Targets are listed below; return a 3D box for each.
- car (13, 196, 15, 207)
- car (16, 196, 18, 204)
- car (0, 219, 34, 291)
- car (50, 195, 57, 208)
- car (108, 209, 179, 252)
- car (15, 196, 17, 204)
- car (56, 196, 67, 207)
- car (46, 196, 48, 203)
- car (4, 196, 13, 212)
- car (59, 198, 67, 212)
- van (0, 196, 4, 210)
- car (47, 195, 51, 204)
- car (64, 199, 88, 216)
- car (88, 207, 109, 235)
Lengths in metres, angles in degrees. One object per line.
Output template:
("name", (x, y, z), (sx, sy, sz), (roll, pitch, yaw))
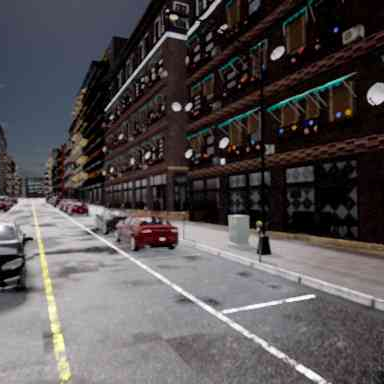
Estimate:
("car", (-26.024, 1.514, 45.683), (2.192, 1.841, 5.009), (2, -1, -26))
("car", (-38.065, 1.682, 70.576), (2.192, 1.841, 5.009), (2, -1, -26))
("car", (-5.323, 1.520, 8.705), (2.128, 1.511, 4.902), (0, 0, -26))
("car", (-21.343, 1.571, 54.025), (2.192, 1.841, 5.009), (2, -1, -26))
("car", (-2.051, 1.604, 14.204), (1.887, 1.381, 4.507), (2, -1, -26))
("car", (-30.847, 1.826, 55.638), (1.947, 1.339, 4.313), (2, -1, -26))
("car", (-16.492, 1.639, 44.083), (1.967, 1.590, 4.097), (2, -1, -26))
("car", (-30.983, 1.977, 73.938), (1.802, 1.307, 4.206), (2, -1, -26))
("car", (-23.616, 1.486, 40.705), (2.192, 1.841, 5.009), (2, -1, -26))
("car", (-14.092, 1.715, 39.099), (1.887, 1.381, 4.507), (2, -1, -26))
("van", (-18.801, 1.458, 30.748), (1.690, 1.788, 3.998), (2, -1, -26))
("car", (-26.164, 1.762, 63.982), (1.967, 1.590, 4.097), (2, -1, -26))
("car", (-11.684, 1.689, 34.120), (1.887, 1.381, 4.507), (2, -1, -26))
("car", (-4.460, 1.629, 19.184), (2.008, 1.369, 4.403), (2, -1, -26))
